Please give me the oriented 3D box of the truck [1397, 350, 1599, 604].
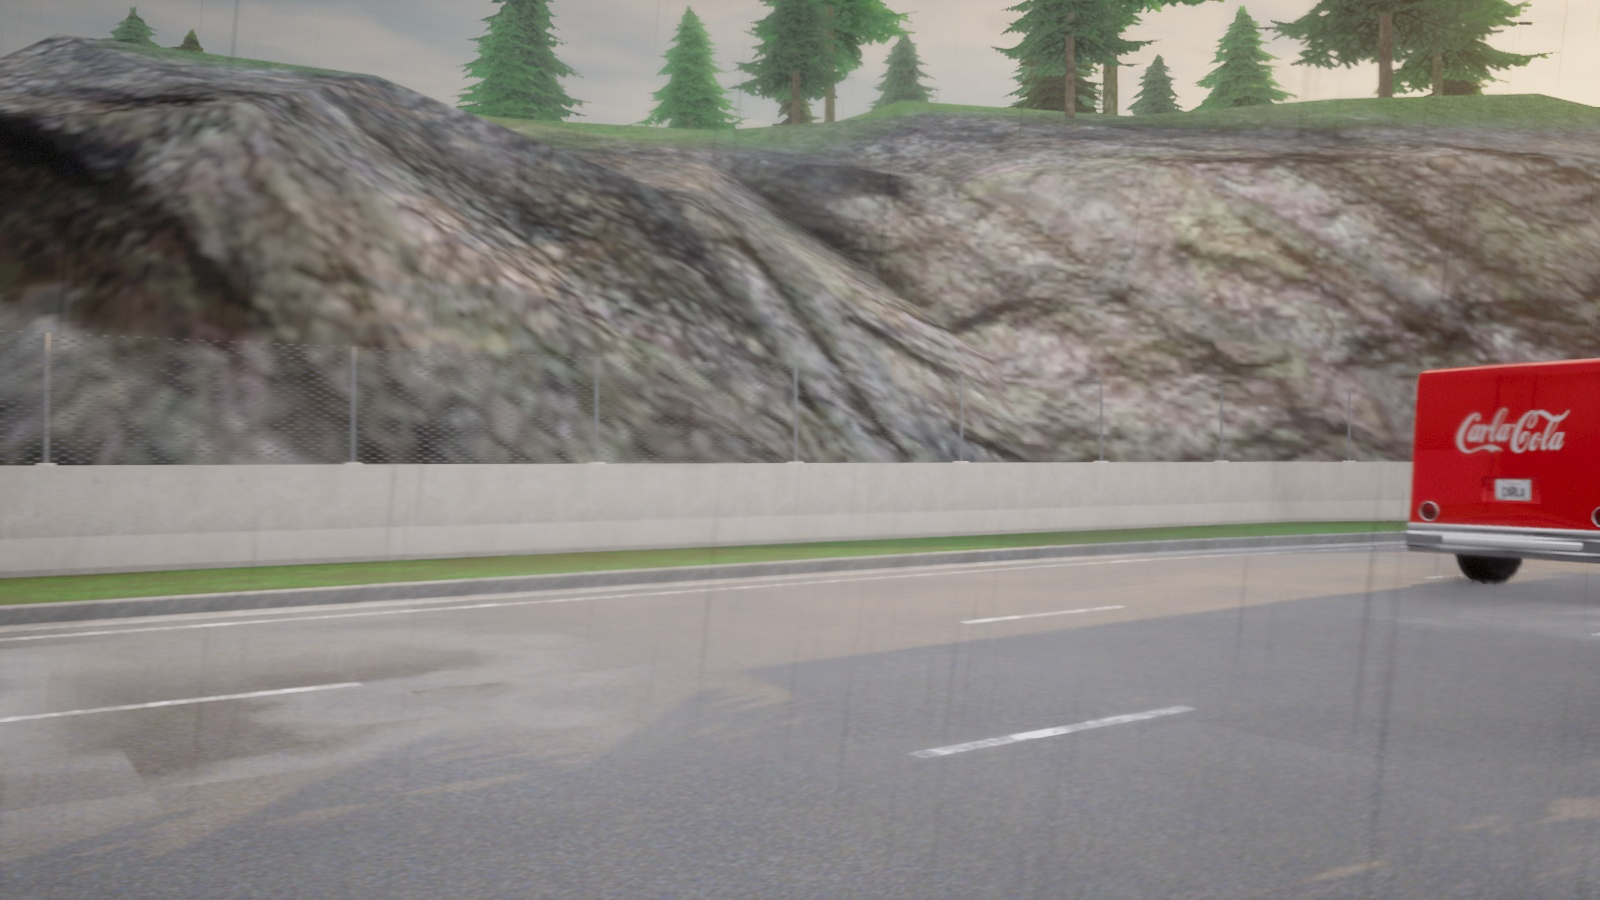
[{"bbox_3d":[9.646,0.272,14.259,5.204,2.467,2.627,0,-1,-29],"label":"truck"}]
